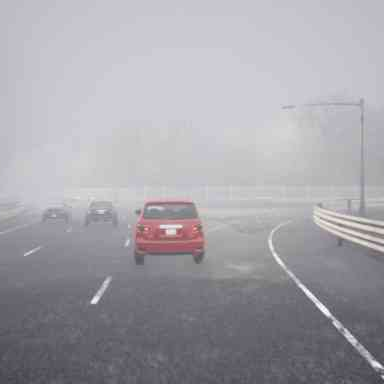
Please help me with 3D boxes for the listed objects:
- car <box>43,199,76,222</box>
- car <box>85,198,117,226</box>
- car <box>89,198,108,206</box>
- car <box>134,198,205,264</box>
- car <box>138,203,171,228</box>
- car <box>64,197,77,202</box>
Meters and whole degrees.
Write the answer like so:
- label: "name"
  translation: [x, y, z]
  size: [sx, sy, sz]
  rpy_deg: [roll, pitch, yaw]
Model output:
- label: "car"
  translation: [-10.777, 1.569, 26.817]
  size: [1.812, 1.442, 4.674]
  rpy_deg: [0, 0, -14]
- label: "car"
  translation: [-6.526, 1.381, 24.168]
  size: [2.097, 1.767, 4.553]
  rpy_deg: [0, 0, -13]
- label: "car"
  translation: [-16.064, 1.671, 57.029]
  size: [1.895, 1.301, 4.718]
  rpy_deg: [0, 0, -31]
- label: "car"
  translation: [-0.893, 1.228, 12.110]
  size: [2.150, 2.045, 5.566]
  rpy_deg: [0, 0, -6]
- label: "car"
  translation: [-2.725, 1.541, 23.383]
  size: [1.812, 1.442, 4.674]
  rpy_deg: [0, 0, -12]
- label: "car"
  translation: [-26.796, 1.705, 72.288]
  size: [1.895, 1.301, 4.718]
  rpy_deg: [0, 0, -42]
